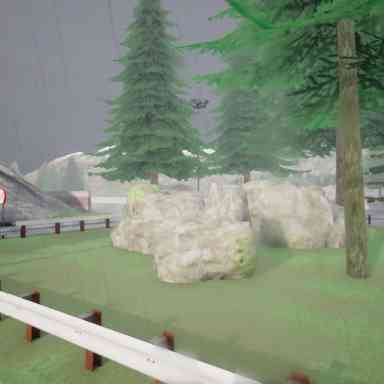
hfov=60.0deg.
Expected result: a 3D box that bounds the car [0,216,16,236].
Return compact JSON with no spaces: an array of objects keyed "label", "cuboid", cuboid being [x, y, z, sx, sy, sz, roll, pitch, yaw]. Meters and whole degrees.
[{"label":"car","cuboid":[-10.781,1.370,15.636,5.357,1.411,2.033,0,0,23]}]
